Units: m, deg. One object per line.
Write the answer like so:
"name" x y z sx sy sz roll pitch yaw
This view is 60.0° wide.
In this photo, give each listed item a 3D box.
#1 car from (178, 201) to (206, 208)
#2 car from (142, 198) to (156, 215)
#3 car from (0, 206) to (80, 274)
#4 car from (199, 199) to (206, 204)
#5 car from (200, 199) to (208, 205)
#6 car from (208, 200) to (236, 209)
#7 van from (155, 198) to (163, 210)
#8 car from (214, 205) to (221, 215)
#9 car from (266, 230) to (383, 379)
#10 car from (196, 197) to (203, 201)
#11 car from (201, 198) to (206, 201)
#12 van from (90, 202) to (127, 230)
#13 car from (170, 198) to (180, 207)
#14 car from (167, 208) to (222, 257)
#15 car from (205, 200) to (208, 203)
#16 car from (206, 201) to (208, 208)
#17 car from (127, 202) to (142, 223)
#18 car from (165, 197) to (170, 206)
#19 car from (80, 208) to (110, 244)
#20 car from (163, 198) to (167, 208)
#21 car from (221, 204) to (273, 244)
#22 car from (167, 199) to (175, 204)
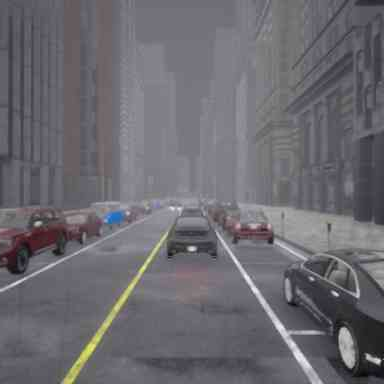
"car" 0.024 1.799 28.497 1.837 1.490 4.892 0 0 0
"car" -5.758 1.842 39.272 1.967 1.590 4.097 0 -1 0
"car" -5.764 1.430 11.091 2.192 1.841 5.009 0 -1 0
"car" 2.776 2.518 90.001 1.802 1.307 4.206 0 -1 0
"car" 2.774 2.398 78.729 1.802 1.307 4.206 0 -1 0
"car" 2.764 1.602 28.008 2.192 1.841 5.009 0 -1 0
"van" -5.757 1.859 50.546 1.690 1.788 3.998 0 -1 0
"car" 2.764 1.795 22.369 1.947 1.339 4.313 0 -1 0
"car" 2.761 1.608 5.462 2.008 1.369 4.403 0 -1 0
"car" 2.364 2.221 67.428 1.812 1.442 4.674 0 -1 0
"car" 2.769 1.958 50.550 1.967 1.590 4.097 0 -1 0
"van" -5.762 1.571 22.364 1.690 1.788 3.998 0 -1 0
"car" -3.008 2.265 64.555 1.895 1.301 4.718 0 -1 1
"car" 0.021 1.646 13.514 1.837 1.490 4.892 0 0 0
"car" 2.767 1.968 39.278 1.947 1.339 4.313 0 -1 0
"car" 2.766 1.889 33.642 1.887 1.381 4.507 0 -1 0
"car" -5.760 1.727 27.999 1.967 1.590 4.097 0 -1 0
"car" -5.754 2.186 61.816 2.008 1.369 4.403 0 -1 0
"car" -5.762 1.717 16.725 1.887 1.381 4.507 0 -1 0
"car" -5.755 2.100 56.010 1.752 1.417 4.829 0 -1 0
"car" 2.763 1.612 16.734 1.967 1.590 4.097 0 -1 0
"car" -5.749 2.502 89.997 1.947 1.339 4.313 0 -1 0
